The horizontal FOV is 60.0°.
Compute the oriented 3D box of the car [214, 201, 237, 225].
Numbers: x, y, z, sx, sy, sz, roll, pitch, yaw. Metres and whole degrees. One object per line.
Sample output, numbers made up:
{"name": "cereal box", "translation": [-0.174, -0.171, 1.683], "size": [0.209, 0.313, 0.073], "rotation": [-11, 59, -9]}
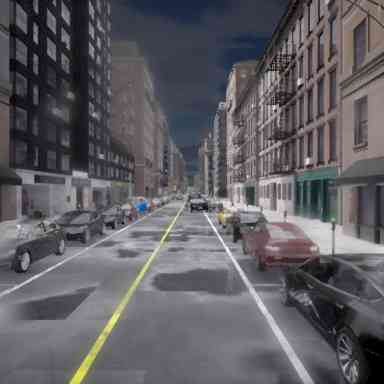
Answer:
{"name": "car", "translation": [2.637, 1.522, 21.457], "size": [1.752, 1.417, 4.829], "rotation": [0, 0, 0]}

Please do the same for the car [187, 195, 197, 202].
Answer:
{"name": "car", "translation": [0.000, 1.405, 72.259], "size": [2.033, 1.411, 5.357], "rotation": [0, 0, 0]}

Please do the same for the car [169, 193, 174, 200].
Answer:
{"name": "car", "translation": [-5.387, 1.525, 70.011], "size": [2.008, 1.369, 4.403], "rotation": [0, 0, 0]}

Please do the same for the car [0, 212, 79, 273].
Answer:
{"name": "car", "translation": [-5.388, 1.549, 10.471], "size": [2.008, 1.369, 4.403], "rotation": [0, 0, 0]}

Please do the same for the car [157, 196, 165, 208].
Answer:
{"name": "car", "translation": [-5.388, 1.512, 48.190], "size": [1.752, 1.417, 4.829], "rotation": [0, 0, 0]}

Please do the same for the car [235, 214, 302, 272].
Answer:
{"name": "car", "translation": [2.637, 1.580, 10.462], "size": [1.802, 1.307, 4.206], "rotation": [0, 0, 0]}

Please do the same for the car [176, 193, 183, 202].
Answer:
{"name": "car", "translation": [-2.750, 1.494, 76.737], "size": [2.033, 1.411, 5.357], "rotation": [0, 0, 0]}

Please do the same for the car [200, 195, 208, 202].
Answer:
{"name": "car", "translation": [2.638, 1.494, 75.584], "size": [1.752, 1.417, 4.829], "rotation": [0, 0, 0]}

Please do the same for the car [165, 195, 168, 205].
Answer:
{"name": "car", "translation": [-5.388, 1.550, 53.772], "size": [1.947, 1.339, 4.313], "rotation": [0, 0, 0]}

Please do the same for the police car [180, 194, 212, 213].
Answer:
{"name": "police car", "translation": [0.370, 1.416, 37.035], "size": [1.930, 1.638, 5.238], "rotation": [-1, 0, -11]}

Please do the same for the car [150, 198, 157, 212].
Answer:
{"name": "car", "translation": [-5.388, 1.431, 37.534], "size": [1.967, 1.590, 4.097], "rotation": [0, 0, 0]}

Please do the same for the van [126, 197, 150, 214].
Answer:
{"name": "van", "translation": [-5.388, 1.334, 32.122], "size": [1.690, 1.788, 3.998], "rotation": [0, 0, 0]}

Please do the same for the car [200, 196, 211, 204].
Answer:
{"name": "car", "translation": [2.638, 1.545, 64.588], "size": [1.947, 1.339, 4.313], "rotation": [0, 0, 0]}

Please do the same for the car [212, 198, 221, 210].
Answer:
{"name": "car", "translation": [2.637, 1.542, 37.525], "size": [2.008, 1.369, 4.403], "rotation": [0, 0, 0]}

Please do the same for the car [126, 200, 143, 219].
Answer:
{"name": "car", "translation": [-5.388, 1.577, 26.709], "size": [1.802, 1.307, 4.206], "rotation": [0, 0, 0]}

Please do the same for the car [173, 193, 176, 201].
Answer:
{"name": "car", "translation": [-5.387, 1.520, 75.424], "size": [2.008, 1.369, 4.403], "rotation": [0, 0, 0]}

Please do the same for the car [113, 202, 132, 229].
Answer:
{"name": "car", "translation": [-5.388, 1.562, 21.296], "size": [1.947, 1.339, 4.313], "rotation": [0, 0, 0]}

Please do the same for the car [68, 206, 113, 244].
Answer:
{"name": "car", "translation": [-5.388, 1.564, 15.884], "size": [1.947, 1.339, 4.313], "rotation": [0, 0, 0]}

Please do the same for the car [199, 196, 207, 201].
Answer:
{"name": "car", "translation": [2.638, 1.545, 80.827], "size": [1.802, 1.307, 4.206], "rotation": [0, 0, 0]}

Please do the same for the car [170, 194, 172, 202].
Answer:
{"name": "car", "translation": [-5.388, 1.561, 64.598], "size": [1.802, 1.307, 4.206], "rotation": [0, 0, 0]}

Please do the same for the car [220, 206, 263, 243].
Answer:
{"name": "car", "translation": [2.637, 1.563, 15.875], "size": [1.947, 1.339, 4.313], "rotation": [0, 0, 0]}

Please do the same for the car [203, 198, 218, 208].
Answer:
{"name": "car", "translation": [2.637, 1.537, 48.350], "size": [2.008, 1.369, 4.403], "rotation": [0, 0, 0]}

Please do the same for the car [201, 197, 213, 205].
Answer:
{"name": "car", "translation": [2.637, 1.547, 59.176], "size": [1.947, 1.339, 4.313], "rotation": [0, 0, 0]}

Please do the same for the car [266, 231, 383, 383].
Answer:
{"name": "car", "translation": [2.637, 1.565, 5.049], "size": [1.947, 1.339, 4.313], "rotation": [0, 0, 0]}

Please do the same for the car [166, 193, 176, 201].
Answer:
{"name": "car", "translation": [-5.387, 1.273, 86.249], "size": [2.192, 1.841, 5.009], "rotation": [0, 0, 0]}

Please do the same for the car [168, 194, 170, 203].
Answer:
{"name": "car", "translation": [-5.388, 1.507, 59.015], "size": [1.752, 1.417, 4.829], "rotation": [0, 0, 0]}
